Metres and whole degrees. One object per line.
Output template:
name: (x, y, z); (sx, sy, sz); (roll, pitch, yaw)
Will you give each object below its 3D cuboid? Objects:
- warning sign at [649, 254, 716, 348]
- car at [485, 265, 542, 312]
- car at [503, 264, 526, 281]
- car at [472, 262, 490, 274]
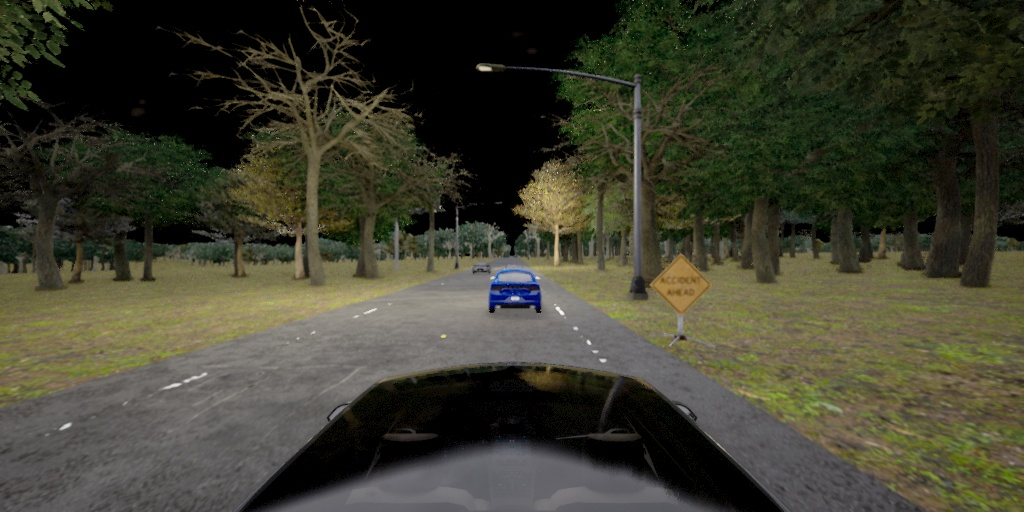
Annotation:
warning sign: (3.567, 0.888, 7.592); (1.300, 1.860, 1.060); (0, 0, 0)
car: (0.123, 1.274, 14.501); (1.882, 1.535, 5.008); (0, 0, 0)
car: (0.189, 1.428, 32.000); (1.895, 1.301, 4.718); (0, 0, 0)
car: (-3.467, 1.386, 41.412); (1.994, 1.385, 4.181); (0, 0, 0)
